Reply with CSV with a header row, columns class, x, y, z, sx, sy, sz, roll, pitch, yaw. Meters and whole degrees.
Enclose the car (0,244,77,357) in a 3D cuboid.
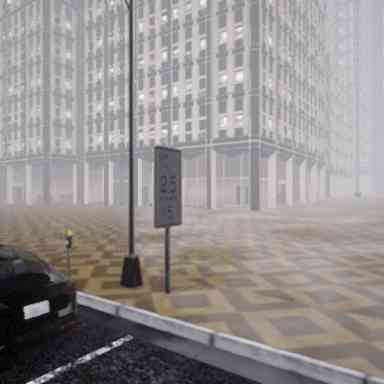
class,x,y,z,sx,sy,sz,roll,pitch,yaw
car,-3.701,1.552,5.512,4.313,1.339,1.947,0,0,35
